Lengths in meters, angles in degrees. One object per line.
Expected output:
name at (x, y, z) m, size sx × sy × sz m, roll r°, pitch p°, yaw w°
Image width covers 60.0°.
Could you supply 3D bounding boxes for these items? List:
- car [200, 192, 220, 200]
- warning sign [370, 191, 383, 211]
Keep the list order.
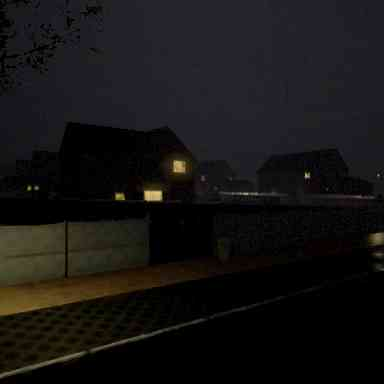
car at (2.088, 0.708, 49.386) m, size 2.097 × 1.767 × 4.553 m, roll 1°, pitch 1°, yaw -36°
warning sign at (17.896, 0.879, 31.797) m, size 1.300 × 1.860 × 1.060 m, roll -1°, pitch 0°, yaw -36°
